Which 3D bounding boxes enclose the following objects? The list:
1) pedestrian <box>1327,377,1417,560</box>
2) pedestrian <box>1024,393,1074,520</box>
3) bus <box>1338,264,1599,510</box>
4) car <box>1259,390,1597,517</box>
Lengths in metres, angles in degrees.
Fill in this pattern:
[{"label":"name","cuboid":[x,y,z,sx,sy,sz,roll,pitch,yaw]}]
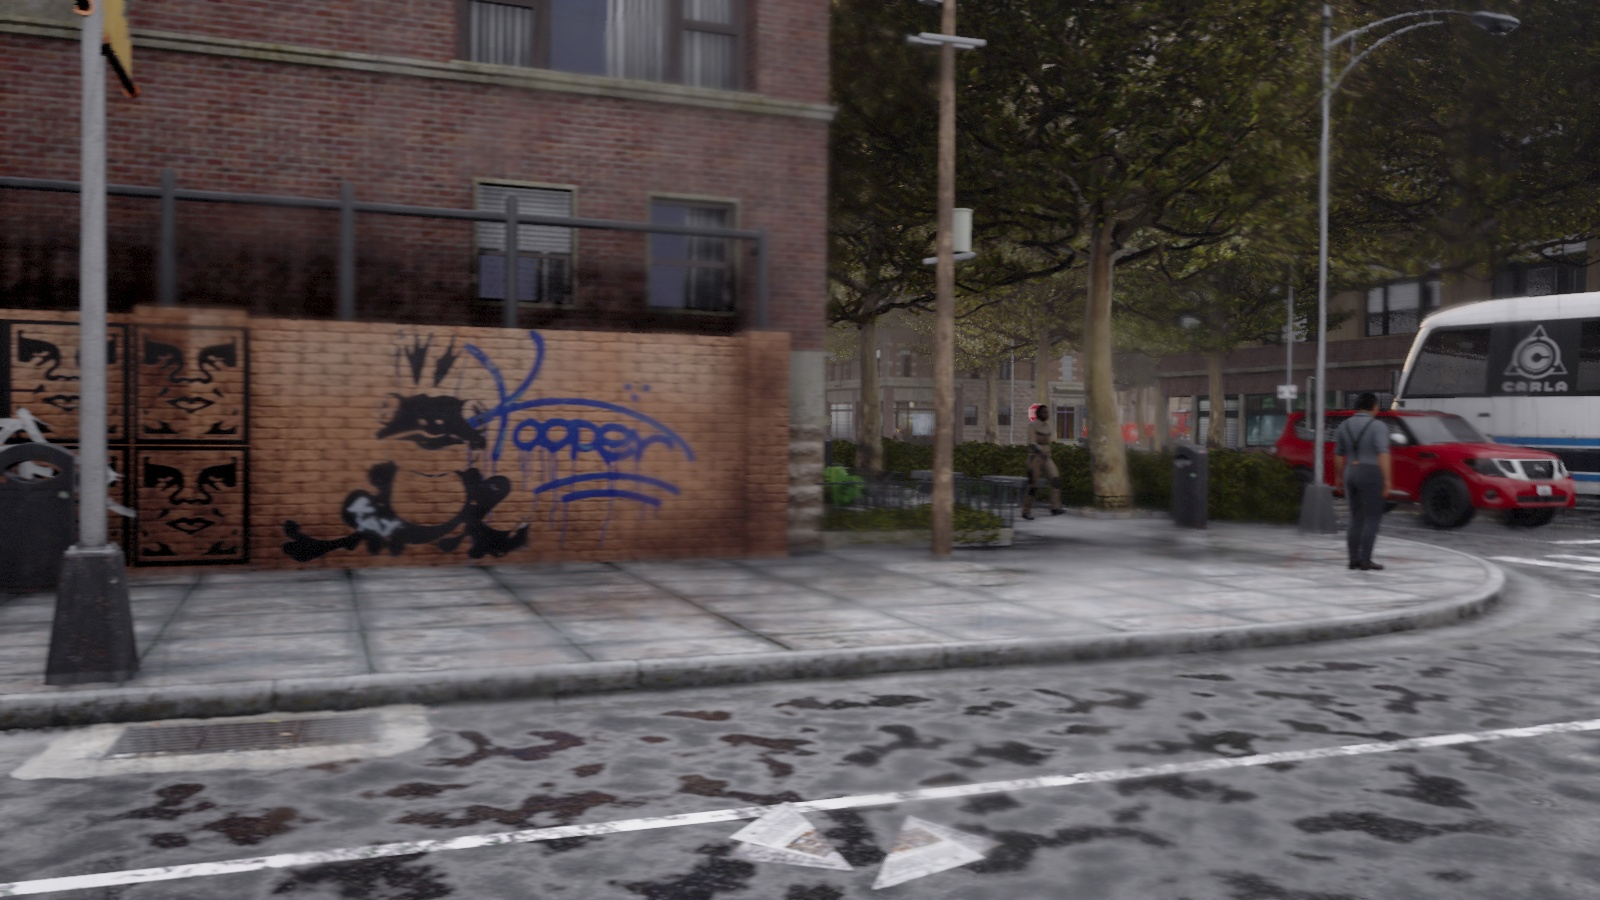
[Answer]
[{"label":"pedestrian","cuboid":[5.929,0.179,13.028,0.694,1.848,0.540,-1,1,-30]},{"label":"pedestrian","cuboid":[3.878,0.094,19.587,0.396,1.930,0.692,-1,1,-29]},{"label":"bus","cuboid":[15.574,-1.117,22.731,3.944,4.253,10.273,-1,1,-33]},{"label":"car","cuboid":[11.277,0.021,23.137,2.150,2.045,5.566,-1,1,-21]}]
